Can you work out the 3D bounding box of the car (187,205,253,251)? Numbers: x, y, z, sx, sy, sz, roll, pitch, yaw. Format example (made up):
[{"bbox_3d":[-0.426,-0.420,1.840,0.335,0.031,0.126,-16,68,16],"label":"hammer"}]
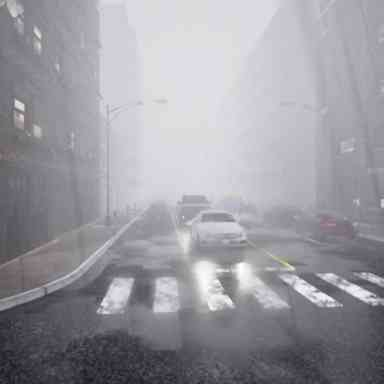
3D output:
[{"bbox_3d":[0.983,1.513,14.238,1.812,1.442,4.674,0,0,-5],"label":"car"}]

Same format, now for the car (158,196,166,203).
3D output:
[{"bbox_3d":[-6.411,1.496,70.802,1.752,1.417,4.829,-1,0,-5],"label":"car"}]

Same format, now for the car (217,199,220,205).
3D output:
[{"bbox_3d":[4.253,1.534,44.145,1.947,1.339,4.313,-1,0,-5],"label":"car"}]

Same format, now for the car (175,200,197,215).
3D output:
[{"bbox_3d":[-0.691,1.541,34.095,1.994,1.385,4.181,0,0,-5],"label":"car"}]

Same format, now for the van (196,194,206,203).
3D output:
[{"bbox_3d":[1.925,1.304,71.664,1.690,1.788,3.998,-1,0,-5],"label":"van"}]

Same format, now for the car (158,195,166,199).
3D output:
[{"bbox_3d":[-4.100,1.520,43.452,1.887,1.381,4.507,-1,0,-5],"label":"car"}]

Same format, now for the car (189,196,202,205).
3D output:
[{"bbox_3d":[0.508,1.471,57.708,1.837,1.490,4.892,0,0,-5],"label":"car"}]

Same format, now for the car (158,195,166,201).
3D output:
[{"bbox_3d":[-7.820,1.537,87.482,1.947,1.339,4.313,-1,0,-5],"label":"car"}]

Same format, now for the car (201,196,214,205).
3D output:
[{"bbox_3d":[2.843,1.489,60.825,1.752,1.417,4.829,-1,0,-5],"label":"car"}]

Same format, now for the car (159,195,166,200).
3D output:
[{"bbox_3d":[-8.285,1.517,92.986,1.887,1.381,4.507,-1,0,-5],"label":"car"}]

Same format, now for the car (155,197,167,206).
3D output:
[{"bbox_3d":[-5.029,1.554,54.460,1.802,1.307,4.206,-1,0,-5],"label":"car"}]

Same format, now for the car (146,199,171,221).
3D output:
[{"bbox_3d":[-2.704,1.548,26.940,1.947,1.339,4.313,-1,0,-5],"label":"car"}]

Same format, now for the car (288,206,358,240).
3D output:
[{"bbox_3d":[6.578,1.563,16.626,1.802,1.307,4.206,-1,0,-5],"label":"car"}]

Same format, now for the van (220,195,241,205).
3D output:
[{"bbox_3d":[4.716,1.311,38.641,1.690,1.788,3.998,-1,0,-5],"label":"van"}]

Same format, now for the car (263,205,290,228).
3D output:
[{"bbox_3d":[6.113,1.543,22.130,1.947,1.339,4.313,-1,0,-5],"label":"car"}]

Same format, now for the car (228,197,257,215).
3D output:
[{"bbox_3d":[5.183,1.517,33.137,1.887,1.381,4.507,-1,0,-5],"label":"car"}]

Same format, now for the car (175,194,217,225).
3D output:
[{"bbox_3d":[0.136,1.203,24.091,2.150,2.045,5.566,0,0,-5],"label":"car"}]

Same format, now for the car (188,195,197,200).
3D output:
[{"bbox_3d":[0.067,1.515,93.679,2.008,1.369,4.403,-1,0,-5],"label":"car"}]

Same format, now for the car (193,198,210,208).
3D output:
[{"bbox_3d":[1.342,1.570,47.923,1.895,1.301,4.718,0,0,-5],"label":"car"}]
